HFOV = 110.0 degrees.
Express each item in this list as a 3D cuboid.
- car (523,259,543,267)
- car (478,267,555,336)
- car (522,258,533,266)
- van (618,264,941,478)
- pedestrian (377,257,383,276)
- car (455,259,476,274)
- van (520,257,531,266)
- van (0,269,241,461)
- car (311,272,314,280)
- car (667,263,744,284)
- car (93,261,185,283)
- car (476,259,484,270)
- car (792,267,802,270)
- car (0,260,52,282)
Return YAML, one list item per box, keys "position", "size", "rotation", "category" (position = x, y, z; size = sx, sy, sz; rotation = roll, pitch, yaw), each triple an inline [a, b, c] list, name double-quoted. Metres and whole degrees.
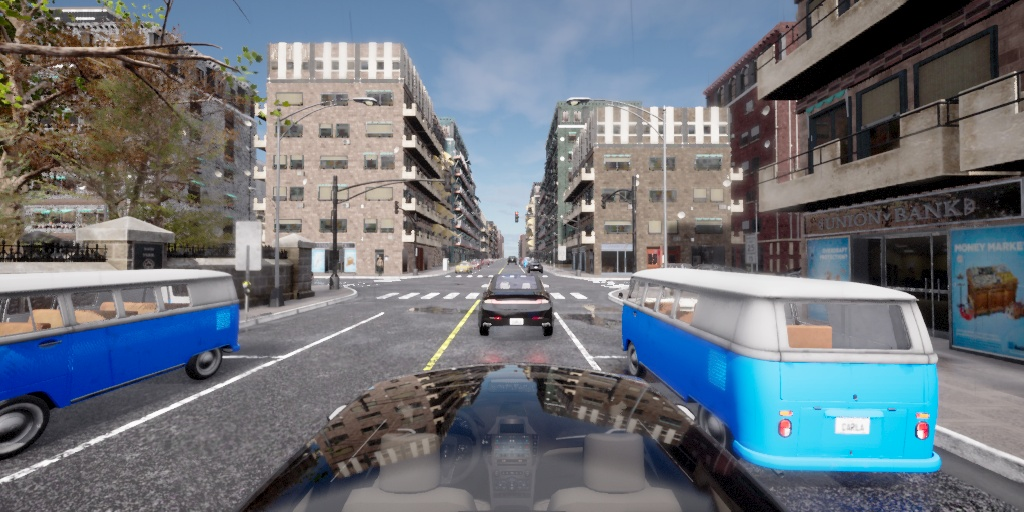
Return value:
- position: [2.708, 1.331, 42.606]
  size: [1.948, 1.339, 4.313]
  rotation: [0, 0, 0]
  category: "car"
- position: [0.103, 1.244, 10.390]
  size: [2.128, 1.511, 4.902]
  rotation: [0, 0, 0]
  category: "car"
- position: [2.710, 1.318, 48.249]
  size: [2.007, 1.370, 4.403]
  rotation: [0, 0, 0]
  category: "car"
- position: [2.660, 1.092, 4.659]
  size: [1.690, 1.789, 3.998]
  rotation: [0, 0, 0]
  category: "van"
- position: [-12.526, 0.968, 34.054]
  size: [0.375, 1.860, 0.375]
  rotation: [0, -1, 1]
  category: "pedestrian"
- position: [-5.673, 1.291, 42.439]
  size: [1.751, 1.417, 4.829]
  rotation: [0, 0, 0]
  category: "car"
- position: [2.715, 1.114, 59.533]
  size: [1.690, 1.789, 3.998]
  rotation: [0, 0, 0]
  category: "van"
- position: [-5.655, 1.092, 4.664]
  size: [1.690, 1.789, 3.998]
  rotation: [0, 0, 0]
  category: "van"
- position: [-16.578, 1.000, 25.364]
  size: [4.553, 1.767, 2.097]
  rotation: [0, -1, 1]
  category: "car"
- position: [15.102, 1.358, 28.175]
  size: [5.008, 1.535, 1.882]
  rotation: [0, -1, 1]
  category: "car"
- position: [-26.404, 1.120, 25.483]
  size: [4.674, 1.442, 1.812]
  rotation: [0, -1, 1]
  category: "car"
- position: [-5.669, 1.210, 53.895]
  size: [1.967, 1.591, 4.097]
  rotation: [0, 0, 0]
  category: "car"
- position: [25.003, 1.462, 28.052]
  size: [4.674, 1.442, 1.812]
  rotation: [0, -1, 1]
  category: "car"
- position: [-36.502, 1.045, 25.615]
  size: [4.892, 1.490, 1.837]
  rotation: [0, -1, 1]
  category: "car"
